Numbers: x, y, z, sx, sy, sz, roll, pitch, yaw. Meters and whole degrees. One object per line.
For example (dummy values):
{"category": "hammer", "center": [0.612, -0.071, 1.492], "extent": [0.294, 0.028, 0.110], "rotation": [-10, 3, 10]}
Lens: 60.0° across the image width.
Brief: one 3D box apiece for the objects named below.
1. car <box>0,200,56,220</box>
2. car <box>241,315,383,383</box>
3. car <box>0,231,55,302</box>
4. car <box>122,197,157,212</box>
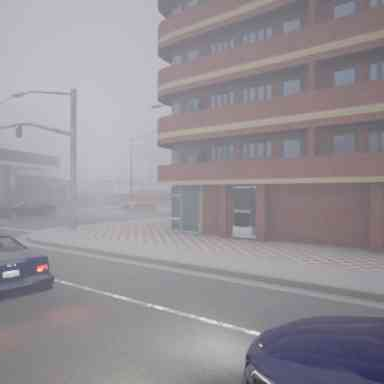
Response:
{"category": "car", "center": [-14.090, 1.463, 28.274], "extent": [1.882, 1.535, 5.008], "rotation": [0, 0, 34]}
{"category": "car", "center": [2.581, 1.537, 2.152], "extent": [4.674, 1.442, 1.812], "rotation": [0, 0, 35]}
{"category": "car", "center": [-5.269, 1.542, 7.650], "extent": [5.357, 1.411, 2.033], "rotation": [0, 0, 38]}
{"category": "car", "center": [-6.262, 1.367, 39.829], "extent": [2.097, 1.767, 4.553], "rotation": [0, 0, 34]}
